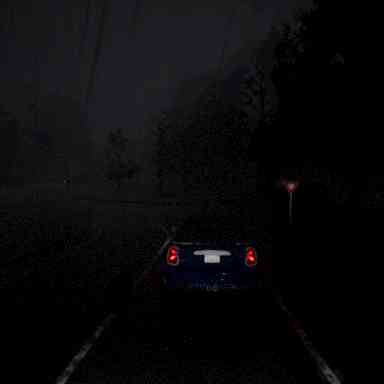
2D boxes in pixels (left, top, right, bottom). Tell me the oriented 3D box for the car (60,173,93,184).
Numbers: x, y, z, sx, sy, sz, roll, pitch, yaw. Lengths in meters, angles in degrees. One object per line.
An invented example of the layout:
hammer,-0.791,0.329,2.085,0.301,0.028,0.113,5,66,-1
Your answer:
car,-18.830,-2.214,54.322,1.837,1.490,4.892,4,7,37

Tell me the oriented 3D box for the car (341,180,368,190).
car,20.643,-1.197,42.462,1.882,1.535,5.008,1,5,5

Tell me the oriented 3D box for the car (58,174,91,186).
car,-17.658,-1.764,49.584,1.837,1.490,4.892,1,5,24

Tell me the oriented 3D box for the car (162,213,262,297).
car,0.486,1.347,8.789,2.097,1.767,4.553,0,0,2
